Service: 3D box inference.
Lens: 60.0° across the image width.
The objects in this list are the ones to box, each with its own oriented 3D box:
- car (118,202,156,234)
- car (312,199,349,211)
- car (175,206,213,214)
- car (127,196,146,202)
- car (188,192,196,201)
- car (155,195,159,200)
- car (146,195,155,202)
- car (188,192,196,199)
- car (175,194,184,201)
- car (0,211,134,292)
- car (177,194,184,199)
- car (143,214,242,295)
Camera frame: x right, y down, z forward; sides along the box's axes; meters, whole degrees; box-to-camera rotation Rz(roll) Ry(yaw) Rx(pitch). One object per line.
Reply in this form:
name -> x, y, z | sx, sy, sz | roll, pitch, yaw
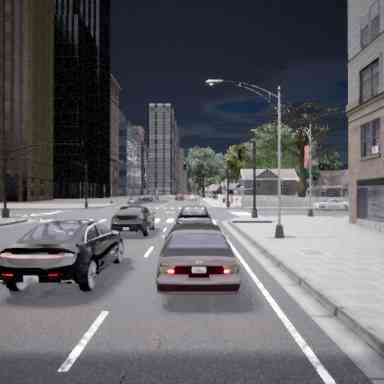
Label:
car -> -3.131, 1.495, 18.190 | 1.837, 1.490, 4.892 | 0, 0, 0
car -> 17.100, 1.555, 40.769 | 4.674, 1.442, 1.812 | 0, -1, 0
car -> 0.117, 1.482, 17.910 | 2.128, 1.511, 4.902 | 0, 0, 0
car -> -9.769, 1.458, 56.802 | 2.128, 1.511, 4.902 | 0, 0, 0
car -> 0.089, 1.470, 84.024 | 1.812, 1.442, 4.674 | 0, 0, 0
car -> -9.658, 1.462, 87.212 | 1.812, 1.442, 4.674 | 0, 0, 0
car -> -9.674, 1.554, 71.883 | 1.895, 1.301, 4.718 | 0, 0, 0
car -> 0.100, 1.013, 94.058 | 2.150, 2.045, 5.566 | 0, 0, 0
car -> -3.161, 1.301, 83.997 | 2.097, 1.767, 4.553 | 0, 0, 0
car -> -3.142, 1.488, 8.930 | 2.128, 1.511, 4.902 | 0, 0, 0
car -> -3.150, 1.266, 94.032 | 1.882, 1.535, 5.008 | 0, 0, 0
car -> 0.100, 1.541, 8.857 | 2.033, 1.411, 5.357 | 0, 0, -1
